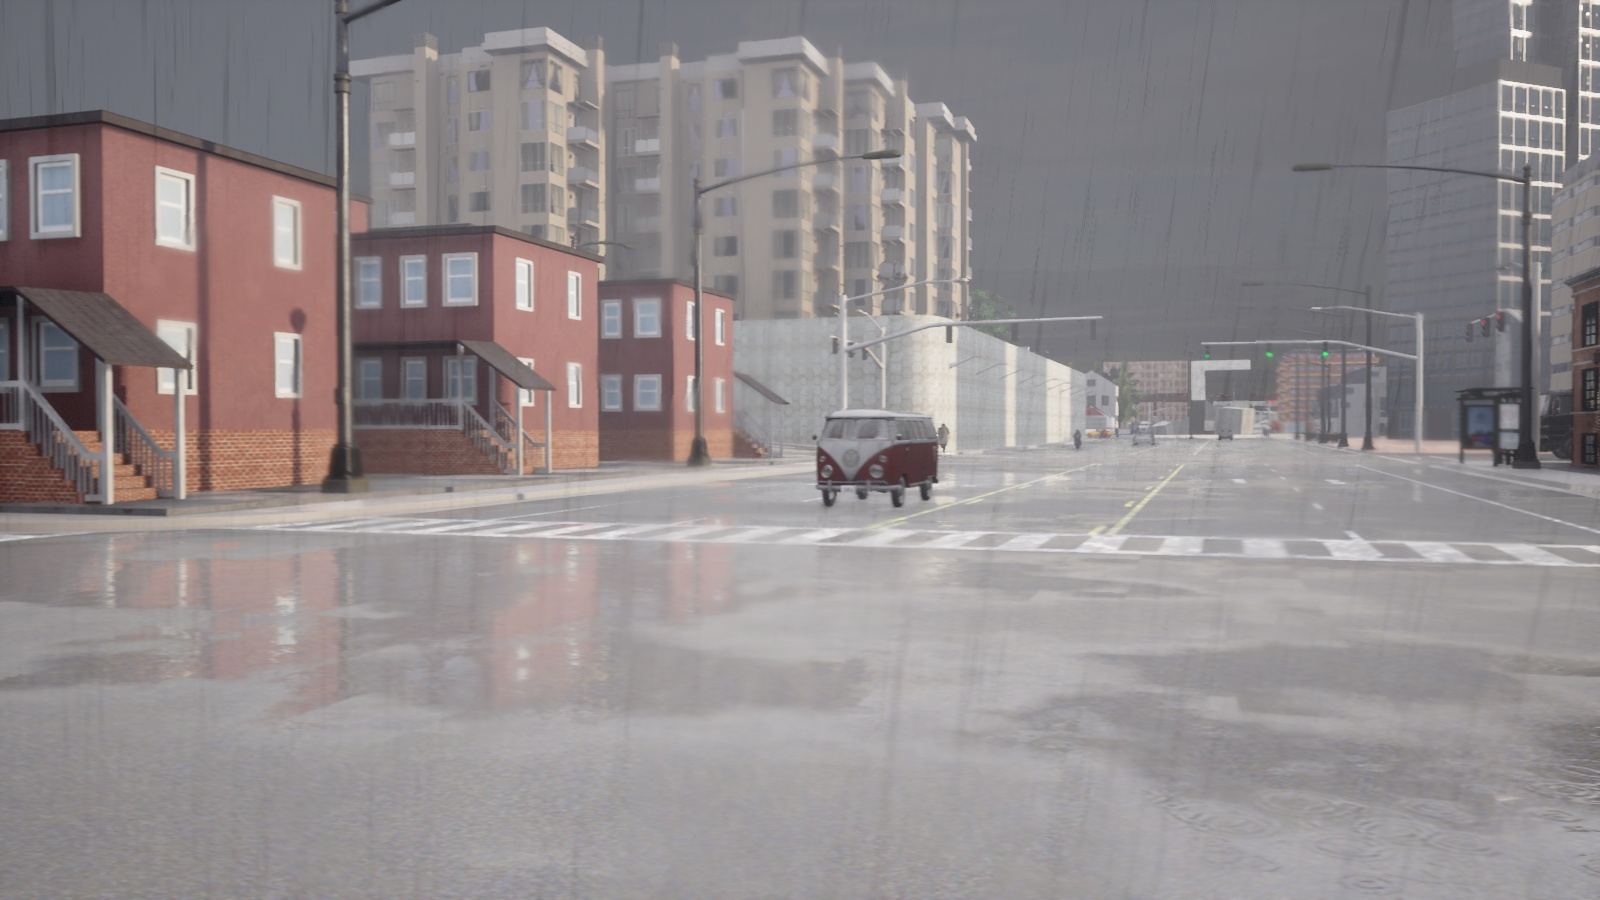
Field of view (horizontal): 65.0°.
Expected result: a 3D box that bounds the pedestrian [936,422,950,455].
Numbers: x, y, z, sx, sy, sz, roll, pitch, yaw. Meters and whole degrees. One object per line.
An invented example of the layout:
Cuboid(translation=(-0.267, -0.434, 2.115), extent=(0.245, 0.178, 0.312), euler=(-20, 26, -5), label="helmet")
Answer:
Cuboid(translation=(8.571, -0.701, 75.358), extent=(0.659, 1.952, 0.873), euler=(1, 1, 19), label="pedestrian")

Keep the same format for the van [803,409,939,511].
Cuboid(translation=(1.621, 0.155, 26.849), extent=(1.775, 1.987, 4.442), euler=(1, 1, 19), label="van")

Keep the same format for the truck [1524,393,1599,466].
Cuboid(translation=(39.353, -0.966, 59.863), extent=(7.936, 3.462, 2.891), euler=(1, 1, 18), label="truck")
